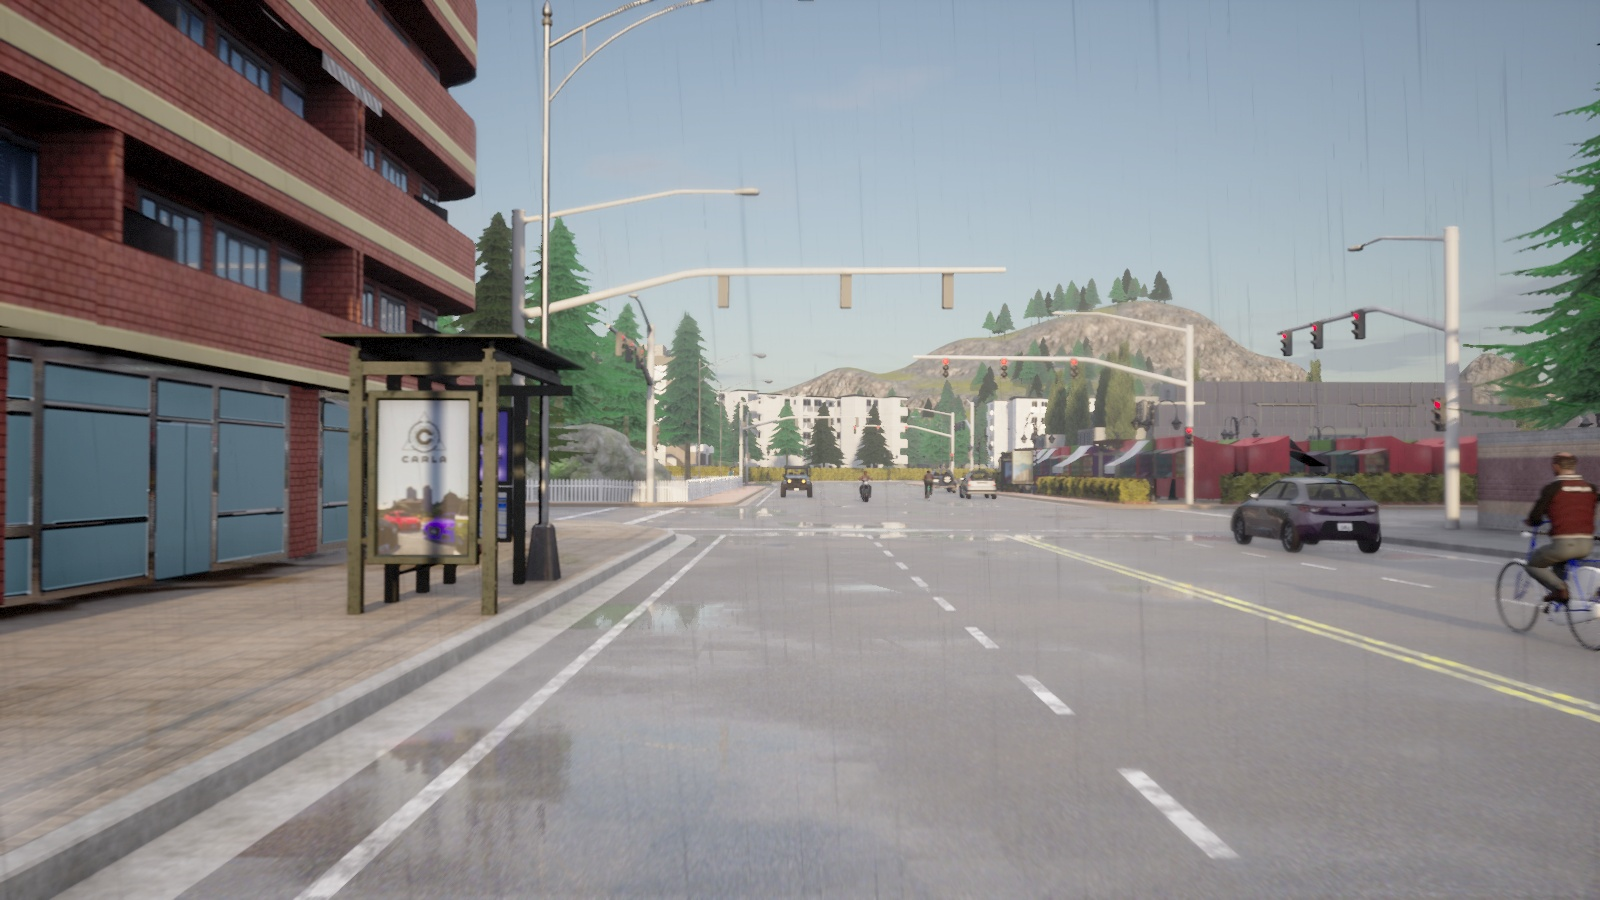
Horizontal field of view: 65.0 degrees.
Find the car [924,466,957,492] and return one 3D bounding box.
[{"bbox_3d":[10.268,2.133,92.125,1.932,1.855,4.605,0,-1,0],"label":"car"}]

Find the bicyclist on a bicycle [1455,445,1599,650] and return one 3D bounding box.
[{"bbox_3d":[6.969,0.855,11.793,0.659,1.776,1.843,0,-1,0],"label":"bicyclist on a bicycle"}]

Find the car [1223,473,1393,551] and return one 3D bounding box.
[{"bbox_3d":[10.434,1.225,26.158,1.816,1.474,4.193,0,-1,0],"label":"car"}]

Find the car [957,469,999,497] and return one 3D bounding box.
[{"bbox_3d":[10.316,1.897,73.160,1.851,1.617,3.988,0,-1,0],"label":"car"}]

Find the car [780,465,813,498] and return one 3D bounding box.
[{"bbox_3d":[-0.187,1.855,74.281,1.905,1.878,3.866,0,-1,0],"label":"car"}]
